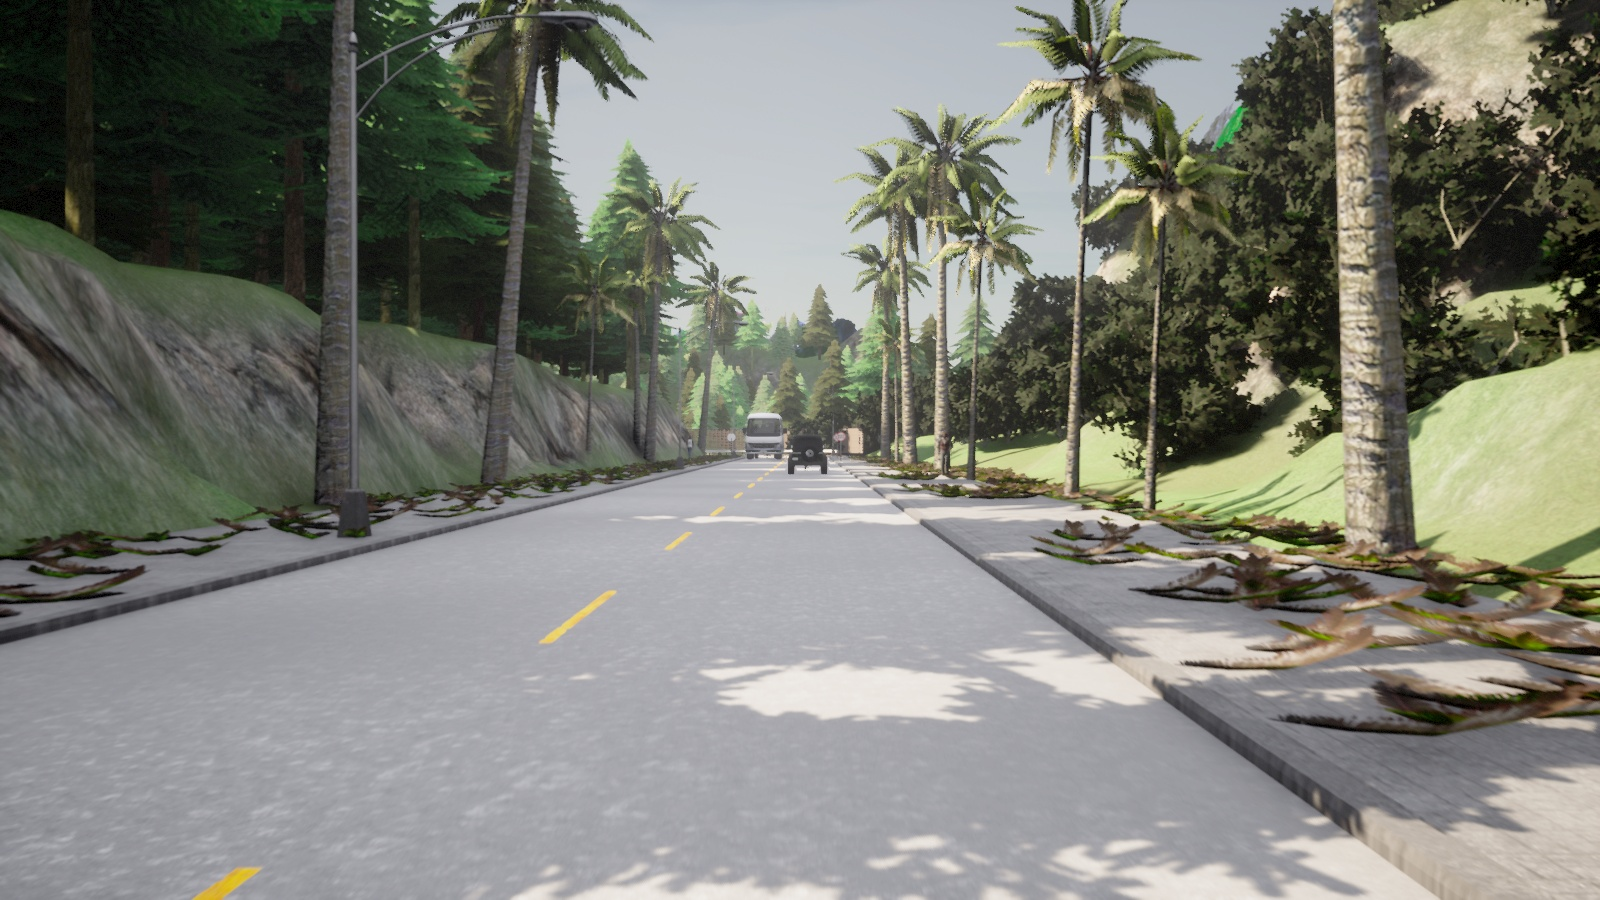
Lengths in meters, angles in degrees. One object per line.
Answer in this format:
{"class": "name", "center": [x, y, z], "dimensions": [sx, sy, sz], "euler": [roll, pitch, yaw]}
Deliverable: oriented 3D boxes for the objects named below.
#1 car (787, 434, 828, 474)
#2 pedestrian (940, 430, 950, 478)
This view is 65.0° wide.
{"class": "car", "center": [0.376, 0.199, 60.790], "dimensions": [1.905, 1.878, 3.866], "euler": [0, 0, 0]}
{"class": "pedestrian", "center": [5.925, 0.162, 51.309], "dimensions": [0.402, 1.930, 0.666], "euler": [0, 0, 10]}
